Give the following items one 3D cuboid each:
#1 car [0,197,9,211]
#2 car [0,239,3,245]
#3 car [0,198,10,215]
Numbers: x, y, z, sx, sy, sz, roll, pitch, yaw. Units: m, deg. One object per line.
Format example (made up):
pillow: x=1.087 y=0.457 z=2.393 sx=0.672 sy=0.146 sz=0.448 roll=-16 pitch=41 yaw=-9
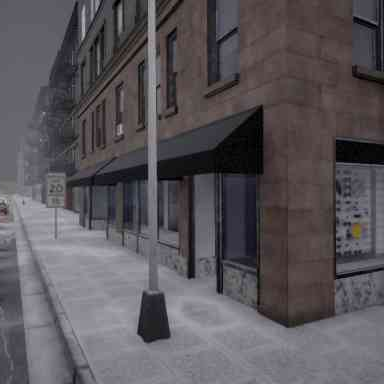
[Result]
car: x=-24.409 y=1.468 z=42.406 sx=1.882 sy=1.535 sz=5.008 roll=0 pitch=0 yaw=-28
car: x=-5.137 y=1.507 z=6.961 sx=1.837 sy=1.490 sz=4.892 roll=0 pitch=0 yaw=-29
car: x=-19.388 y=1.488 z=33.265 sx=2.128 sy=1.511 sz=4.902 roll=0 pitch=0 yaw=-28
